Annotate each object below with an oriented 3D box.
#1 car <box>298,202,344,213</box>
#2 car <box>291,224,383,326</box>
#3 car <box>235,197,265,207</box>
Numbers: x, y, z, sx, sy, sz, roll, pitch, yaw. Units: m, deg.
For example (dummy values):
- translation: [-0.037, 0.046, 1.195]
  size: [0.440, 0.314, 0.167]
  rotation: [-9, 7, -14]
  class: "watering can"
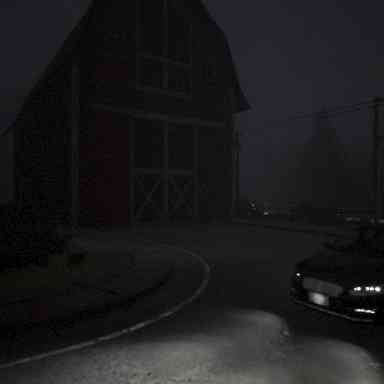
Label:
- translation: [11.246, 1.619, 30.182]
  size: [1.895, 1.301, 4.718]
  rotation: [0, 0, -34]
  class: "car"
- translation: [4.075, 1.475, 6.906]
  size: [4.902, 1.511, 2.128]
  rotation: [-1, 1, -36]
  class: "car"
- translation: [6.141, 1.370, 37.624]
  size: [2.097, 1.767, 4.553]
  rotation: [0, 0, -34]
  class: "car"
